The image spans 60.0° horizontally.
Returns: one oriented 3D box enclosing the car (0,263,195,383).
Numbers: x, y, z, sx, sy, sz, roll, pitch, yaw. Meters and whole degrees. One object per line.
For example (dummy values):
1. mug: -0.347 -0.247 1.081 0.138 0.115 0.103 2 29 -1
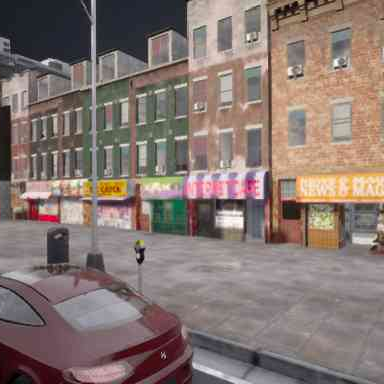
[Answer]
1. car: -1.915 1.582 4.185 4.206 1.307 1.802 0 -1 36
